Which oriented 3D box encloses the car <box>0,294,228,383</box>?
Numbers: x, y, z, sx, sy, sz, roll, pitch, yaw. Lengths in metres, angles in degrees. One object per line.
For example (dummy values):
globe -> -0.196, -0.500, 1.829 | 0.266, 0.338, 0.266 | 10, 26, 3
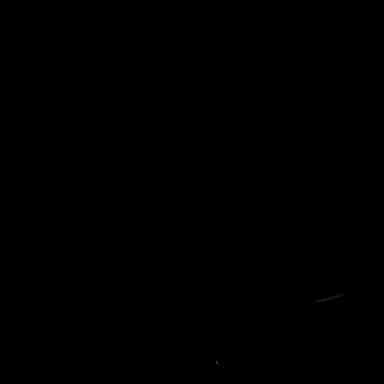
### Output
car -> -1.829, 1.513, 1.922 | 4.674, 1.442, 1.812 | 0, 0, -38
